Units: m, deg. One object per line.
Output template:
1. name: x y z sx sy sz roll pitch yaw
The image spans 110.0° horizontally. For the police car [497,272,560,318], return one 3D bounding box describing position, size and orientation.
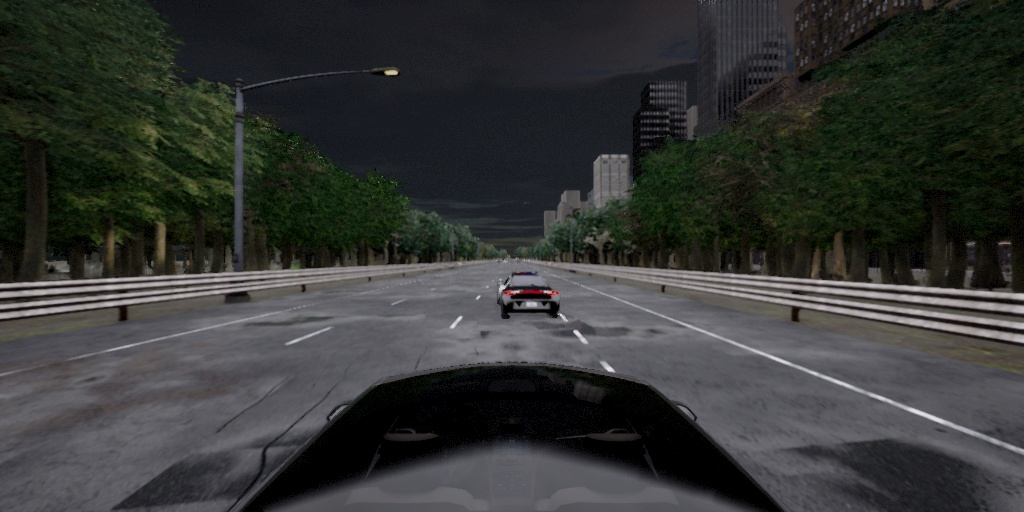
1. police car: 0.469 1.386 13.766 2.038 1.542 4.974 1 -1 -4
